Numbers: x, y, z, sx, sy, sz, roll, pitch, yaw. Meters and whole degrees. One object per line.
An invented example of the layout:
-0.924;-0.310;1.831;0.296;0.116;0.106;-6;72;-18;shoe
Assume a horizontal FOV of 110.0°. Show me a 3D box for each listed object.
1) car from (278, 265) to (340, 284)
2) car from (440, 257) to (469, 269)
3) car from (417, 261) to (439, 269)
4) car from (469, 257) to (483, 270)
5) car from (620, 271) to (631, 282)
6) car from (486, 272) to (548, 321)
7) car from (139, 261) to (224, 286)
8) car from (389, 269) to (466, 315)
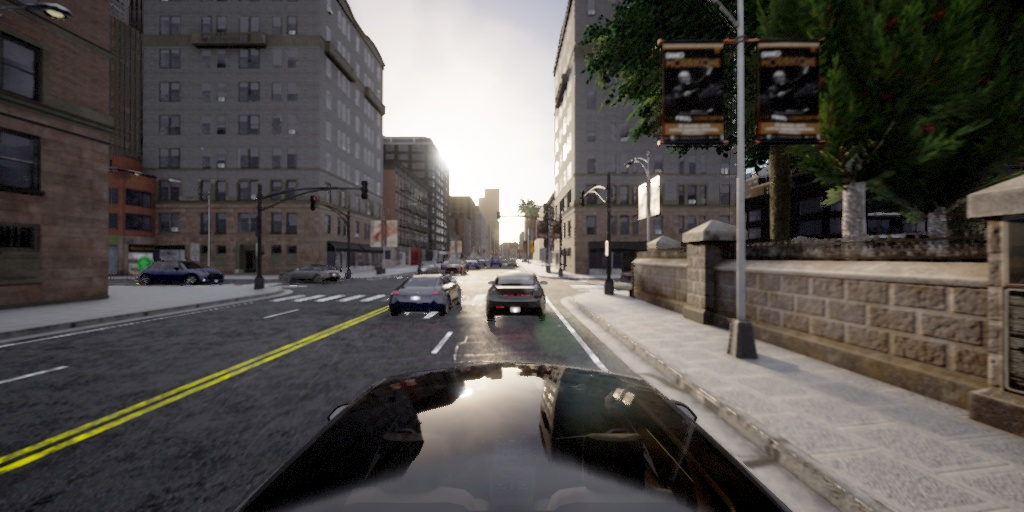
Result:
-15.535;1.379;27.521;4.181;1.385;1.994;0;0;7;car
-6.571;1.226;41.481;2.097;1.767;4.553;0;0;0;car
-9.839;1.365;42.355;2.128;1.511;4.902;0;0;0;car
-6.538;1.138;58.809;2.150;2.045;5.566;0;-1;0;car
11.299;1.474;30.232;4.207;1.307;1.802;0;0;2;car
0.202;1.290;12.644;1.837;1.490;4.892;0;0;3;car
-22.448;1.138;24.513;4.553;1.767;2.097;0;0;0;car
-3.148;1.352;13.703;1.994;1.385;4.181;0;0;0;car
